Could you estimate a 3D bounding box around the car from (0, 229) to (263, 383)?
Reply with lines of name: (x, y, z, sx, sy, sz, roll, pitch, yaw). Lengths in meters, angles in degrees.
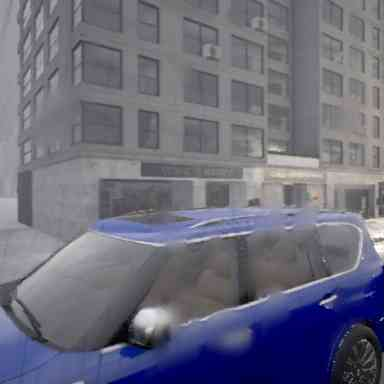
car: (-0.977, 1.557, 5.833, 4.313, 1.339, 1.947, 0, 0, -35)

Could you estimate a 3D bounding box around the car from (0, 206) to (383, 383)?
car: (-0.197, 1.216, 3.239, 5.566, 2.045, 2.150, 0, 0, -35)
